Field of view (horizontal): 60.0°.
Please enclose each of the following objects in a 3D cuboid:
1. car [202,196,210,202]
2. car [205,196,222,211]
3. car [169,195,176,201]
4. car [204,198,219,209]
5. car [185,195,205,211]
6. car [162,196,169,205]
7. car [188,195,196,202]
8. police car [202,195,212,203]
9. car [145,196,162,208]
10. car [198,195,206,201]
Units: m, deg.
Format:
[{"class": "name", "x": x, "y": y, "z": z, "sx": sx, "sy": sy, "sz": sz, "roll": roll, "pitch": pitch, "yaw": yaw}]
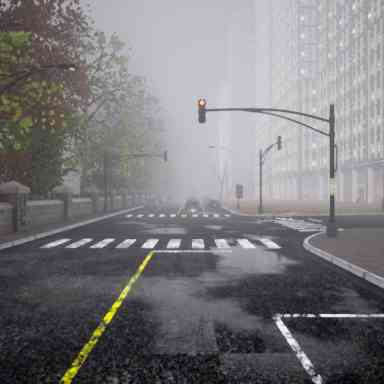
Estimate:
[{"class": "car", "x": 3.191, "y": 1.580, "z": 76.853, "sx": 1.812, "sy": 1.442, "sz": 4.674, "roll": 0, "pitch": 0, "yaw": 0}, {"class": "car", "x": 2.713, "y": 1.582, "z": 41.541, "sx": 1.947, "sy": 1.339, "sz": 4.313, "roll": 0, "pitch": 0, "yaw": 0}, {"class": "car", "x": -5.642, "y": 1.615, "z": 86.605, "sx": 1.887, "sy": 1.381, "sz": 4.507, "roll": 0, "pitch": 0, "yaw": 0}, {"class": "car", "x": 2.717, "y": 1.586, "z": 47.174, "sx": 1.947, "sy": 1.339, "sz": 4.313, "roll": 0, "pitch": 0, "yaw": 0}, {"class": "car", "x": 0.122, "y": 1.507, "z": 41.612, "sx": 2.128, "sy": 1.511, "sz": 4.902, "roll": 0, "pitch": 0, "yaw": 0}, {"class": "car", "x": -5.657, "y": 1.471, "z": 58.444, "sx": 1.967, "sy": 1.590, "sz": 4.097, "roll": 0, "pitch": 0, "yaw": 0}, {"class": "car", "x": 0.042, "y": 1.556, "z": 77.164, "sx": 1.837, "sy": 1.490, "sz": 4.892, "roll": 0, "pitch": 0, "yaw": 0}, {"class": "police car", "x": 3.173, "y": 1.470, "z": 69.963, "sx": 1.930, "sy": 1.638, "sz": 5.238, "roll": 0, "pitch": 0, "yaw": 0}, {"class": "car", "x": -5.664, "y": 1.602, "z": 47.179, "sx": 1.802, "sy": 1.307, "sz": 4.206, "roll": 0, "pitch": 0, "yaw": 0}, {"class": "car", "x": 2.742, "y": 1.631, "z": 92.232, "sx": 2.008, "sy": 1.369, "sz": 4.403, "roll": 0, "pitch": 0, "yaw": 0}]
